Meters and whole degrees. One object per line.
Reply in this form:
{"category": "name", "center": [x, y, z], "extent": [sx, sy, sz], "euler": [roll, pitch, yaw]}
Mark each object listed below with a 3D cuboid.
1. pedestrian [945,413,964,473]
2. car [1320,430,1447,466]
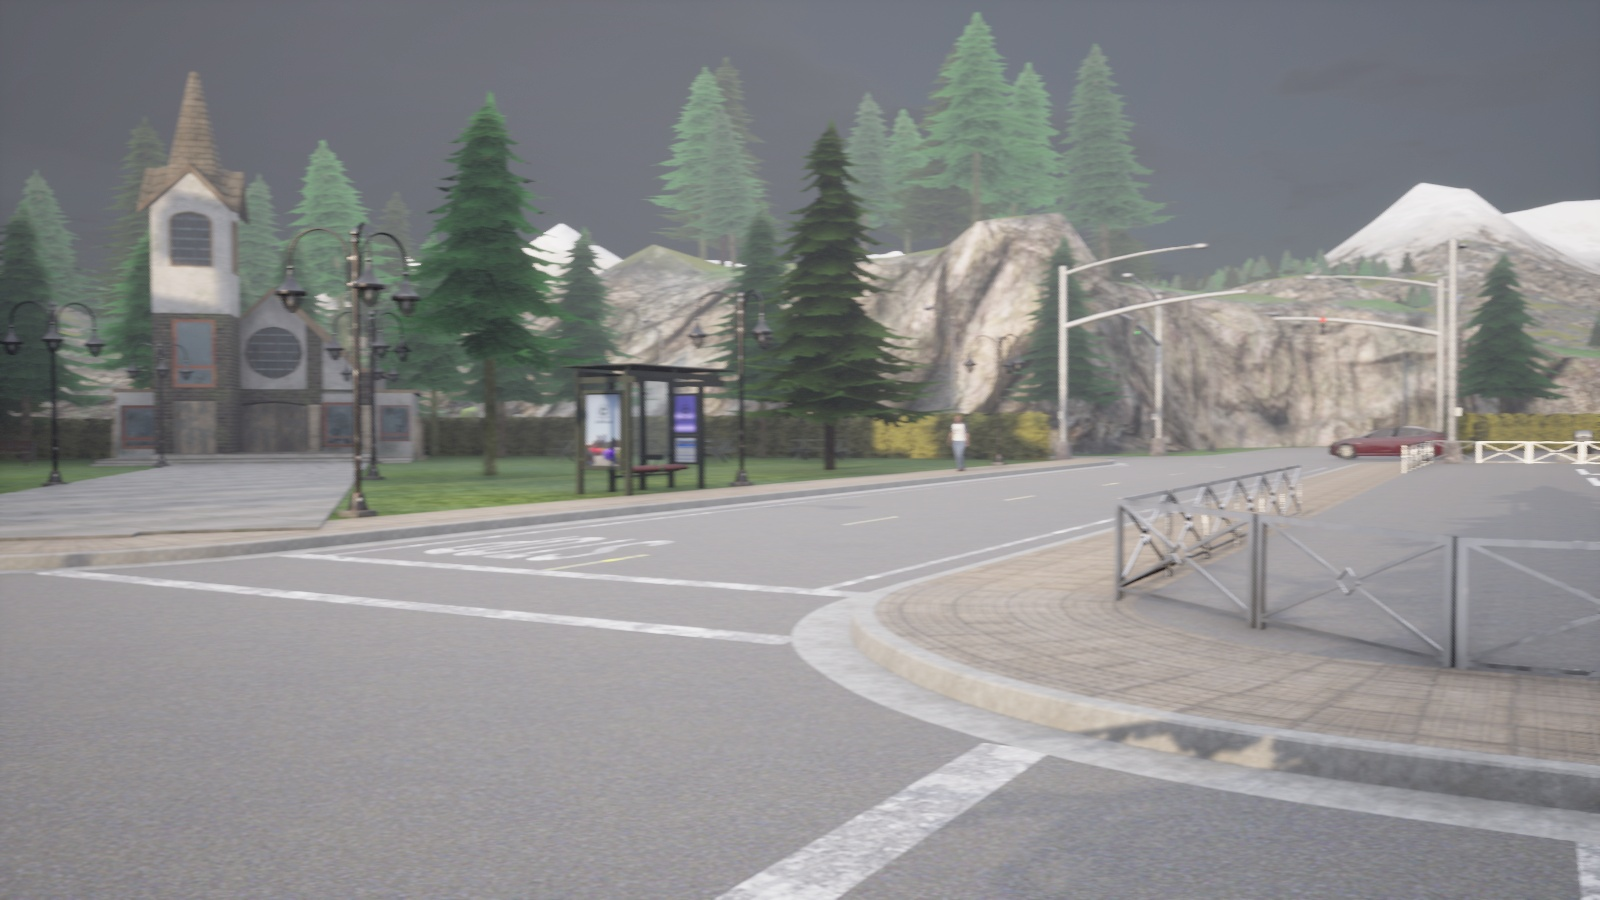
{"category": "pedestrian", "center": [4.811, -0.224, 38.998], "extent": [0.354, 1.836, 0.706], "euler": [1, 1, 27]}
{"category": "car", "center": [25.252, -0.107, 54.409], "extent": [4.792, 1.488, 2.163], "euler": [1, 1, 30]}
